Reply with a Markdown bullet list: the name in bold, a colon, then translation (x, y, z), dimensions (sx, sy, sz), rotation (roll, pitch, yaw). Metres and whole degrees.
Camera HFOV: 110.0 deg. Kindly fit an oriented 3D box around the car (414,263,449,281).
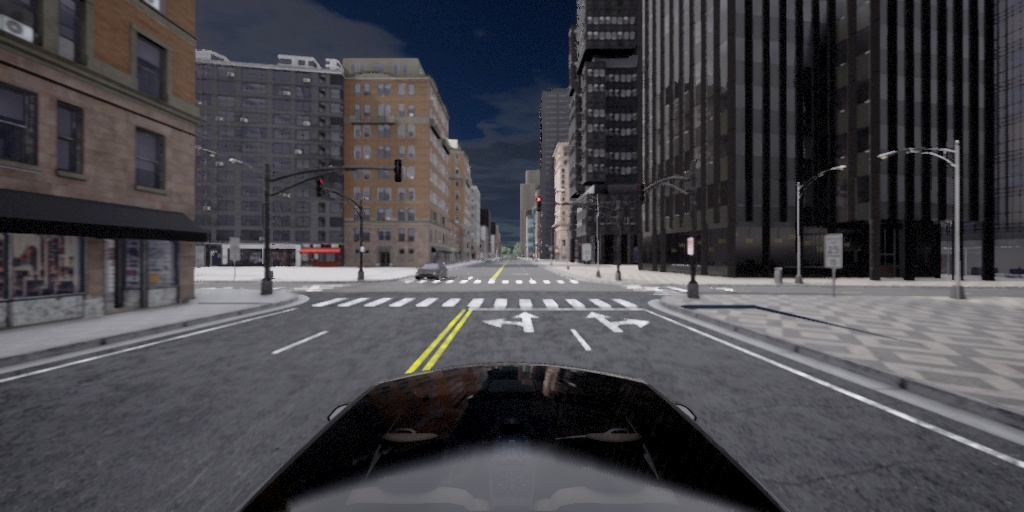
- **car**: translation (-6.497, 1.272, 29.605), dimensions (2.033, 1.411, 5.357), rotation (0, 0, 0)
